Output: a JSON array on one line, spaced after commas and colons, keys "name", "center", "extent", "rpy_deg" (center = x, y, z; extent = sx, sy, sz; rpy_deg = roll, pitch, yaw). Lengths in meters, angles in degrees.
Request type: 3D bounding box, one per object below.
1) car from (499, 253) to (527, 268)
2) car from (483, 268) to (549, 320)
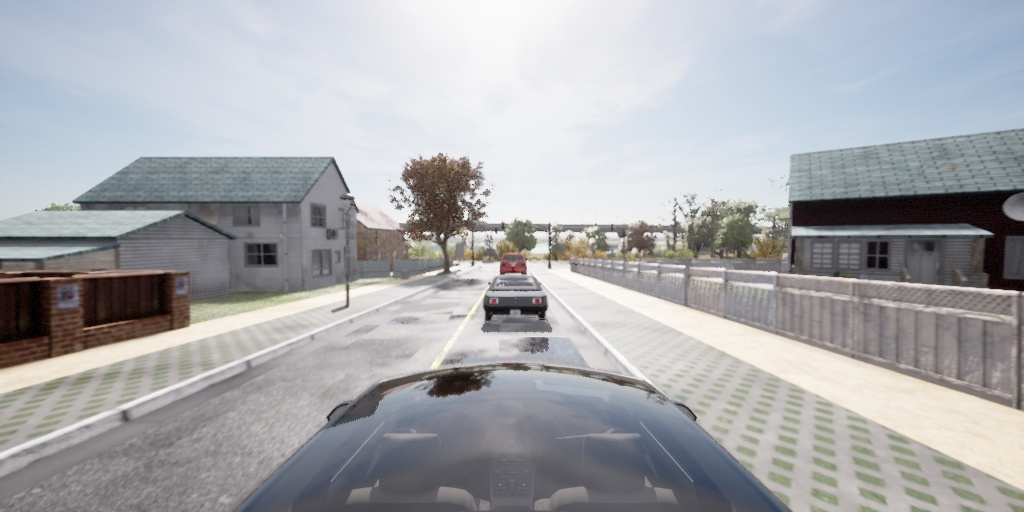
[{"name": "car", "center": [0.100, 0.786, 30.142], "extent": [2.150, 2.045, 5.566], "rpy_deg": [0, 0, 0]}, {"name": "car", "center": [0.099, 1.276, 12.279], "extent": [1.895, 1.301, 4.718], "rpy_deg": [0, 0, 0]}]
